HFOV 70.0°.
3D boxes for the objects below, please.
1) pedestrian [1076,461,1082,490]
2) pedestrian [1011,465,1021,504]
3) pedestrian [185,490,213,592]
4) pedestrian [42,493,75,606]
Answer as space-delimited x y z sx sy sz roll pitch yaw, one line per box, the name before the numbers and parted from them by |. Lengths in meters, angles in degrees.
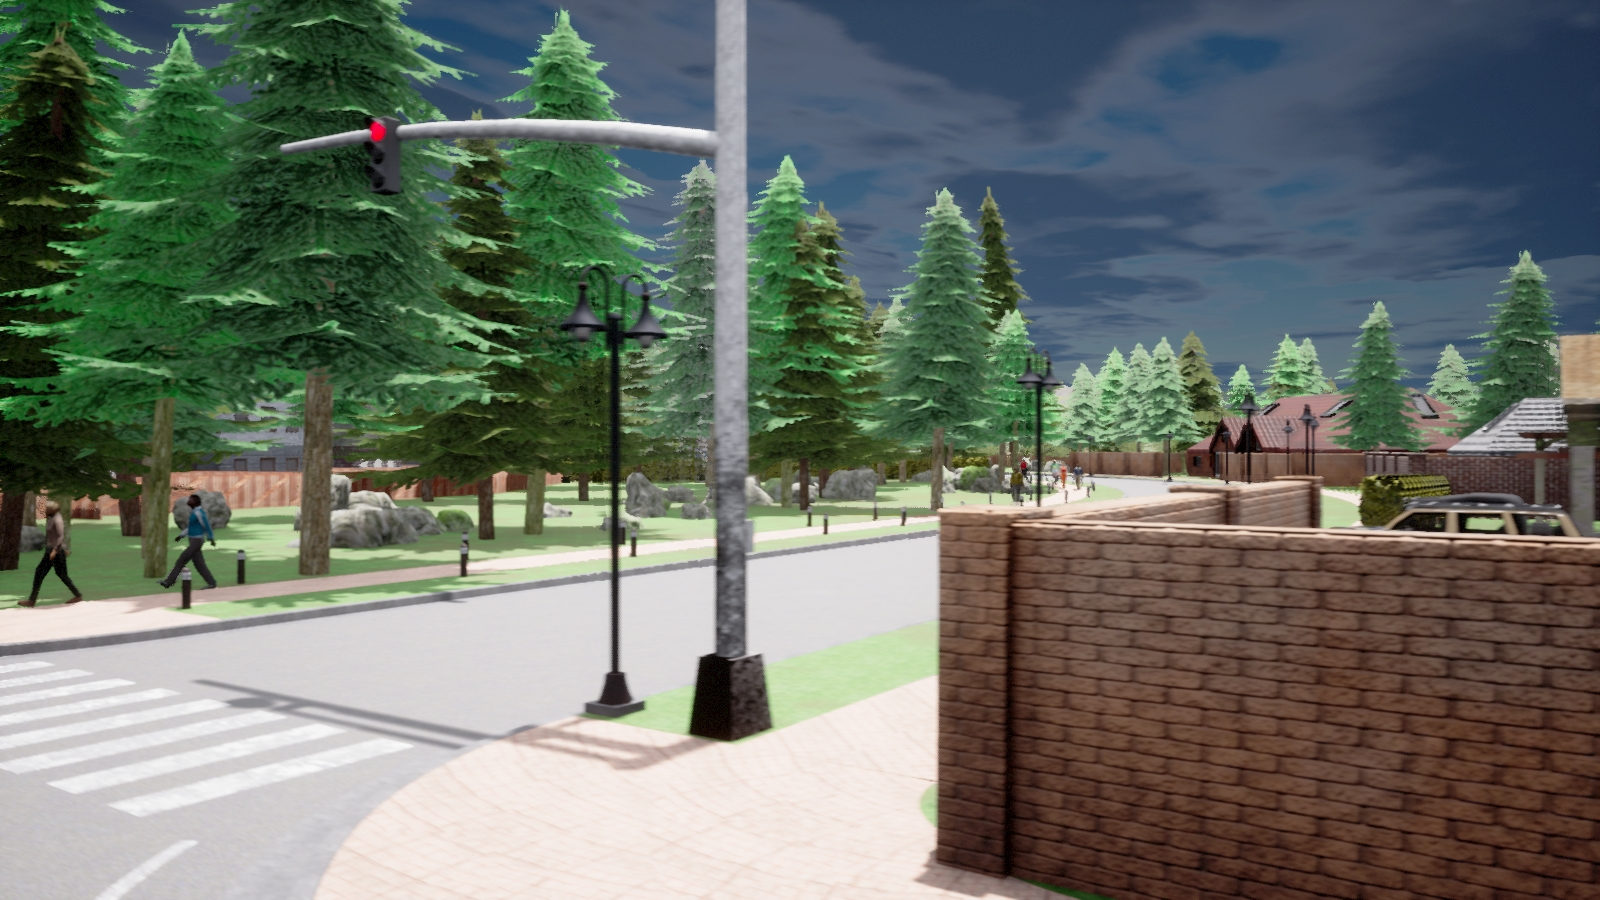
pedestrian | 18.276 1.676 74.929 0.375 1.860 0.375 0 0 14
pedestrian | 10.376 1.674 54.858 0.375 1.860 0.375 0 0 27
pedestrian | -11.142 1.673 21.192 0.375 1.860 0.375 0 0 -42
pedestrian | -12.528 1.673 19.294 0.375 1.860 0.375 0 0 41
